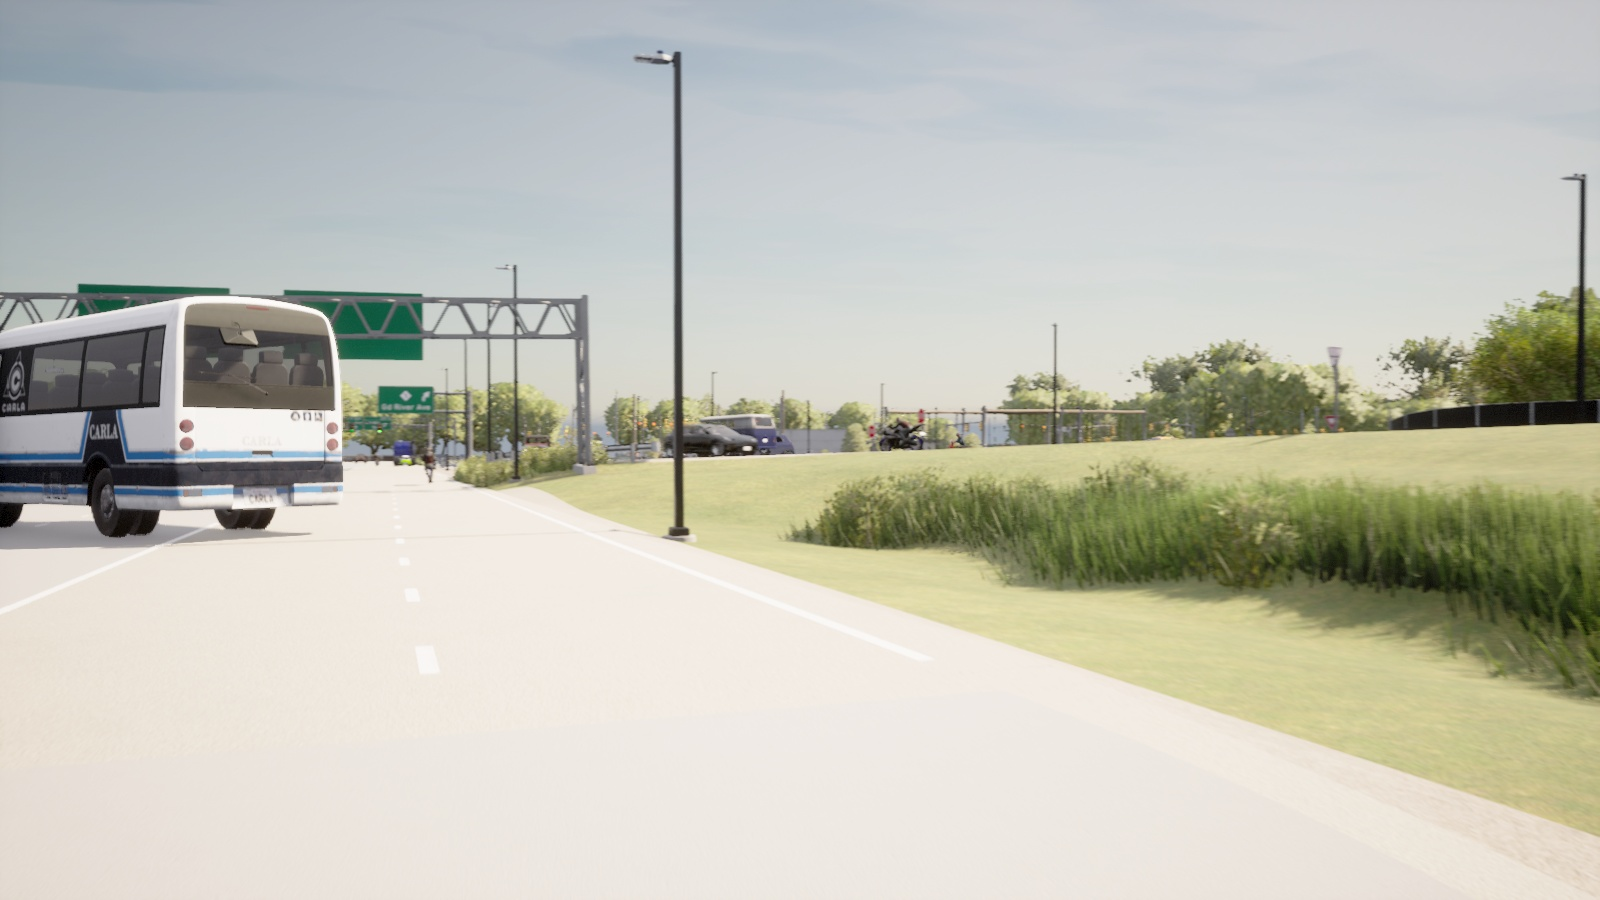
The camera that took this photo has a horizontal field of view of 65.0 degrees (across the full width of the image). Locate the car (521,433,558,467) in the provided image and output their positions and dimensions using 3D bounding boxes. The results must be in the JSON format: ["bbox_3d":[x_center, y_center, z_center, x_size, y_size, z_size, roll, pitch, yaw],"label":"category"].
[{"bbox_3d":[-15.475,0.021,74.659,1.905,1.878,3.866,0,-2,-8],"label":"car"}]

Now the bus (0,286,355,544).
[{"bbox_3d":[-13.652,-0.535,25.412,10.273,4.253,3.944,-1,0,39],"label":"bus"}]

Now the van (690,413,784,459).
[{"bbox_3d":[-2.977,-0.620,59.057,4.442,1.987,1.775,-2,-1,43],"label":"van"}]

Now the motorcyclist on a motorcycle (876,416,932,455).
[{"bbox_3d":[4.377,-0.599,52.914,2.191,1.530,0.866,-2,-1,38],"label":"motorcyclist on a motorcycle"}]

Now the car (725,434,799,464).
[{"bbox_3d":[-2.089,-0.040,68.827,3.633,1.501,1.845,0,-3,-20],"label":"car"}]

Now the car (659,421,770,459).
[{"bbox_3d":[-3.759,-0.406,54.828,4.792,1.488,2.163,-2,-1,44],"label":"car"}]
